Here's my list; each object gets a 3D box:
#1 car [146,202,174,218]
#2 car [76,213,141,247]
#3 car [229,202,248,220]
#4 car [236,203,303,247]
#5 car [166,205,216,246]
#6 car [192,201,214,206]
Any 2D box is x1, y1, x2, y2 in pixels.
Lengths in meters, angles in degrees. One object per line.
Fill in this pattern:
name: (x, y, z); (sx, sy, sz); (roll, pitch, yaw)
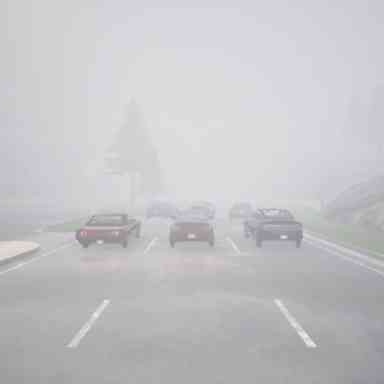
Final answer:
car: (-2.553, 1.564, 29.698); (1.994, 1.385, 4.181); (0, 0, 13)
car: (-3.496, 1.600, 14.887); (1.895, 1.301, 4.718); (0, 0, 0)
car: (4.306, 1.564, 28.293); (1.994, 1.385, 4.181); (0, 0, 12)
car: (3.510, 1.492, 15.083); (2.128, 1.511, 4.902); (0, 0, 0)
car: (0.012, 1.525, 15.170); (1.812, 1.442, 4.674); (0, 0, 1)
car: (0.894, 1.525, 29.065); (1.812, 1.442, 4.674); (0, 0, 13)
